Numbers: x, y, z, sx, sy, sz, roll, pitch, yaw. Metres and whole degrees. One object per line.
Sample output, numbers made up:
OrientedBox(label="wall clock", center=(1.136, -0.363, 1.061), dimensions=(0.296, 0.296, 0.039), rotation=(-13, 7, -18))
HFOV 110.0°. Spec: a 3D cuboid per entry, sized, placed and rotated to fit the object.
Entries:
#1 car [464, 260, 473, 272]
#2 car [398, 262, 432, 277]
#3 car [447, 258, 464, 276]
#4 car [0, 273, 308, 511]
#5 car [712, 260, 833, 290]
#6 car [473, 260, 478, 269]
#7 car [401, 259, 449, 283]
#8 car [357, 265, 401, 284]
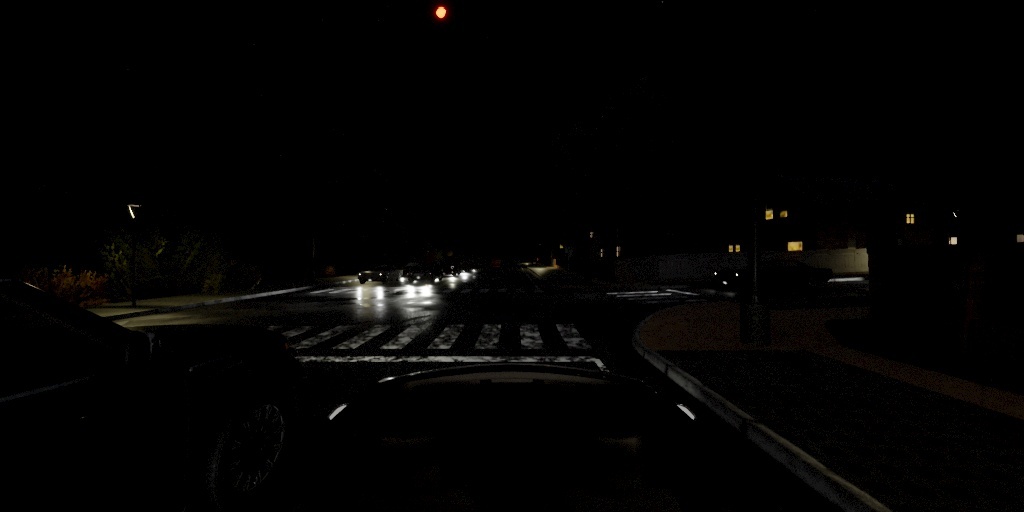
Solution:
OrientedBox(label="car", center=(-6.586, 1.382, 46.599), dimensions=(1.895, 1.301, 4.718), rotation=(0, 0, 0))
OrientedBox(label="car", center=(-9.846, 1.318, 36.713), dimensions=(2.033, 1.411, 5.357), rotation=(0, 0, 0))
OrientedBox(label="car", center=(-6.590, 1.123, 36.862), dimensions=(2.097, 1.767, 4.553), rotation=(0, 0, 0))
OrientedBox(label="car", center=(-3.159, 0.971, 1.198), dimensions=(2.150, 2.045, 5.566), rotation=(0, 0, 2))
OrientedBox(label="car", center=(12.014, 0.853, 16.769), dimensions=(4.718, 1.301, 1.895), rotation=(-2, -1, -5))
OrientedBox(label="car", center=(-6.549, 1.321, 56.962), dimensions=(1.812, 1.442, 4.674), rotation=(0, 0, 1))
OrientedBox(label="car", center=(-6.597, 1.254, 27.722), dimensions=(2.128, 1.511, 4.902), rotation=(0, 0, 0))
OrientedBox(label="car", center=(-9.848, 1.363, 27.061), dimensions=(1.895, 1.301, 4.718), rotation=(0, 0, 0))
